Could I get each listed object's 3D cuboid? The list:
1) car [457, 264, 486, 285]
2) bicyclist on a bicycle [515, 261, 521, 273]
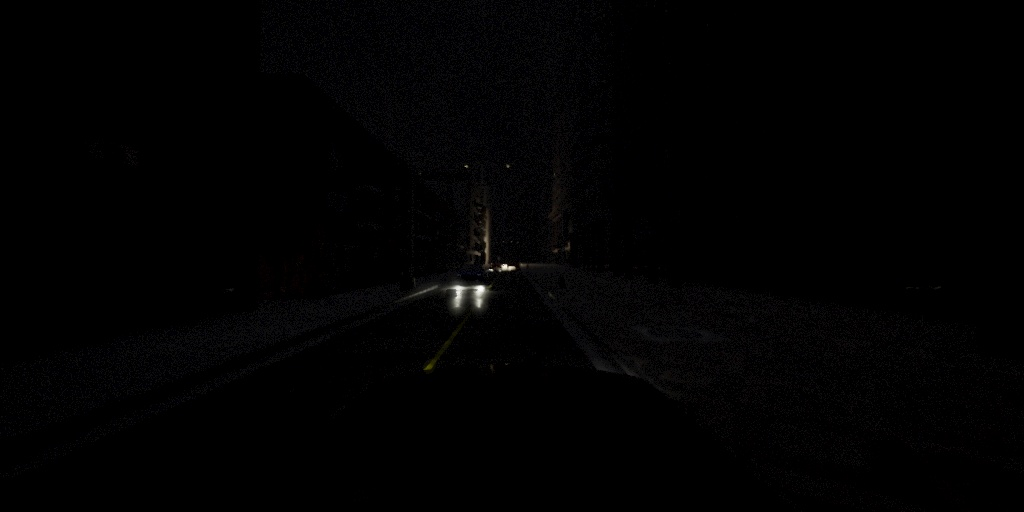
[{"bbox_3d":[-3.097,1.373,27.993,1.882,1.535,5.008,0,0,0],"label":"car"},{"bbox_3d":[0.820,1.483,47.709,0.866,1.612,1.509,0,0,0],"label":"bicyclist on a bicycle"}]
